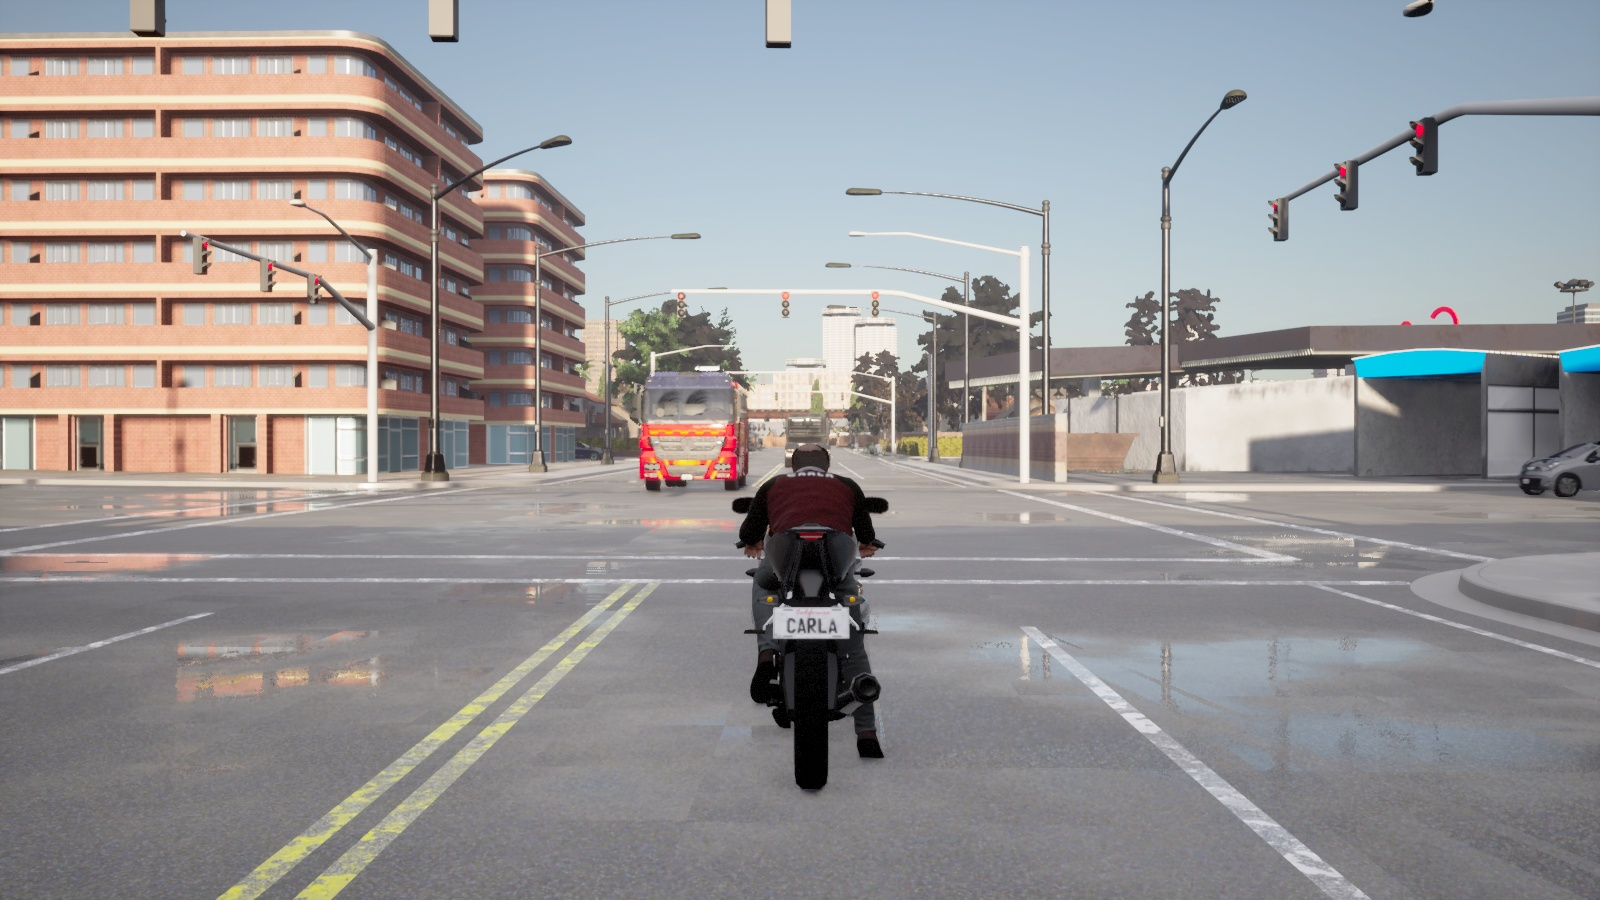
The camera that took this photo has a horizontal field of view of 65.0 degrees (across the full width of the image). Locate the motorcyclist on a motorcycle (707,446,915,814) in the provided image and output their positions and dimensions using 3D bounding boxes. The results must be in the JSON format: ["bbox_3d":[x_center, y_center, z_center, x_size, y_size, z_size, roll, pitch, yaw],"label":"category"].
[{"bbox_3d":[0.052,0.746,6.329,0.866,1.530,2.191,0,0,0],"label":"motorcyclist on a motorcycle"}]

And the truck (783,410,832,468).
[{"bbox_3d":[0.466,-0.679,78.471,2.891,3.462,7.936,0,0,0],"label":"truck"}]

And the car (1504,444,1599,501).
[{"bbox_3d":[21.348,0.585,33.936,3.633,1.501,1.845,0,0,0],"label":"car"}]

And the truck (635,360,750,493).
[{"bbox_3d":[-3.252,-0.666,40.278,2.891,3.827,8.468,0,0,0],"label":"truck"}]
